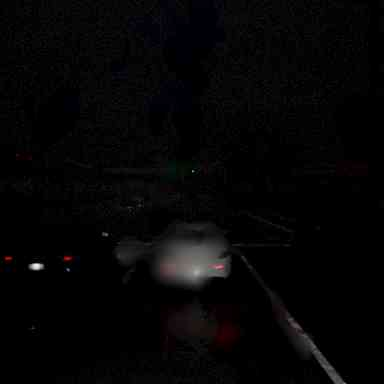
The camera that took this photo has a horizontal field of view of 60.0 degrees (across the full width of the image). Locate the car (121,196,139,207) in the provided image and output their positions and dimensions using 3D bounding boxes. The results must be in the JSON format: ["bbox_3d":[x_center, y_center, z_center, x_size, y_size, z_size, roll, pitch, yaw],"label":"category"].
[{"bbox_3d":[-10.570,1.753,55.408,1.994,1.385,4.181,0,0,0],"label":"car"}]

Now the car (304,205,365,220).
[{"bbox_3d":[12.470,1.777,29.088,4.718,1.301,1.895,0,0,-2],"label":"car"}]

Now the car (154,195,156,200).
[{"bbox_3d":[-10.472,1.381,87.846,2.033,1.411,5.357,0,1,0],"label":"car"}]

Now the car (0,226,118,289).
[{"bbox_3d":[-3.412,1.619,9.307,1.994,1.385,4.181,0,0,0],"label":"car"}]

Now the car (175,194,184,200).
[{"bbox_3d":[-3.473,1.388,86.896,1.812,1.442,4.674,0,1,0],"label":"car"}]

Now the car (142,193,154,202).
[{"bbox_3d":[-10.476,1.258,74.923,2.150,2.045,5.566,0,1,0],"label":"car"}]

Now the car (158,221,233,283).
[{"bbox_3d":[0.089,1.582,9.686,1.812,1.442,4.674,0,0,0],"label":"car"}]

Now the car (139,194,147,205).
[{"bbox_3d":[-10.522,1.611,64.480,1.882,1.535,5.008,0,0,1],"label":"car"}]

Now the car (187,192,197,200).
[{"bbox_3d":[0.027,1.100,86.154,2.150,2.045,5.566,0,1,0],"label":"car"}]
